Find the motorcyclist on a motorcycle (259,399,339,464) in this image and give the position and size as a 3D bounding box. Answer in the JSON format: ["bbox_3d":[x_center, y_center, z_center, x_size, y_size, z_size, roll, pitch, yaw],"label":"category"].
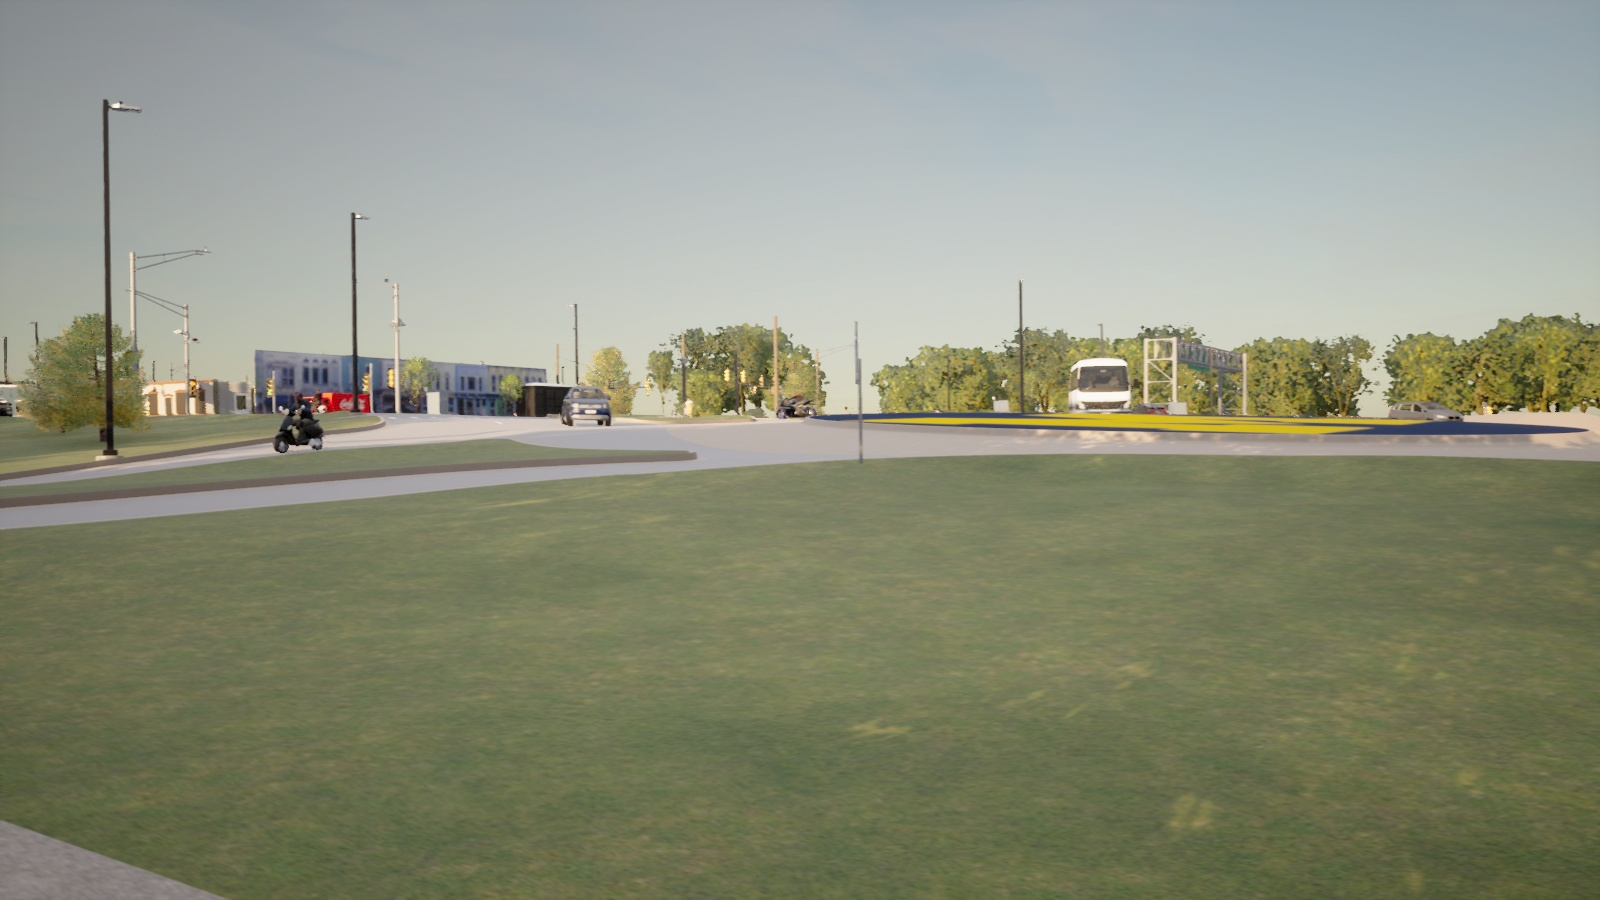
[{"bbox_3d":[-13.212,-0.496,33.170,0.866,1.590,1.817,-2,3,20],"label":"motorcyclist on a motorcycle"}]

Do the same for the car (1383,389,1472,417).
[{"bbox_3d":[37.793,-2.827,75.814,2.242,1.667,4.611,-1,2,-16],"label":"car"}]

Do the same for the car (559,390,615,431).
[{"bbox_3d":[-8.438,-1.564,49.435,1.789,1.549,3.705,-1,2,-15],"label":"car"}]

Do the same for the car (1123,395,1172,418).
[{"bbox_3d":[25.583,-3.167,92.710,2.007,1.525,4.514,-2,1,-5],"label":"car"}]

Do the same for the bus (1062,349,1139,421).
[{"bbox_3d":[19.343,-4.081,81.517,3.944,4.253,10.273,-2,1,9],"label":"bus"}]

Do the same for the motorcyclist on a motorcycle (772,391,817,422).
[{"bbox_3d":[-0.283,-2.254,65.683,2.191,1.530,0.866,0,-1,20],"label":"motorcyclist on a motorcycle"}]
